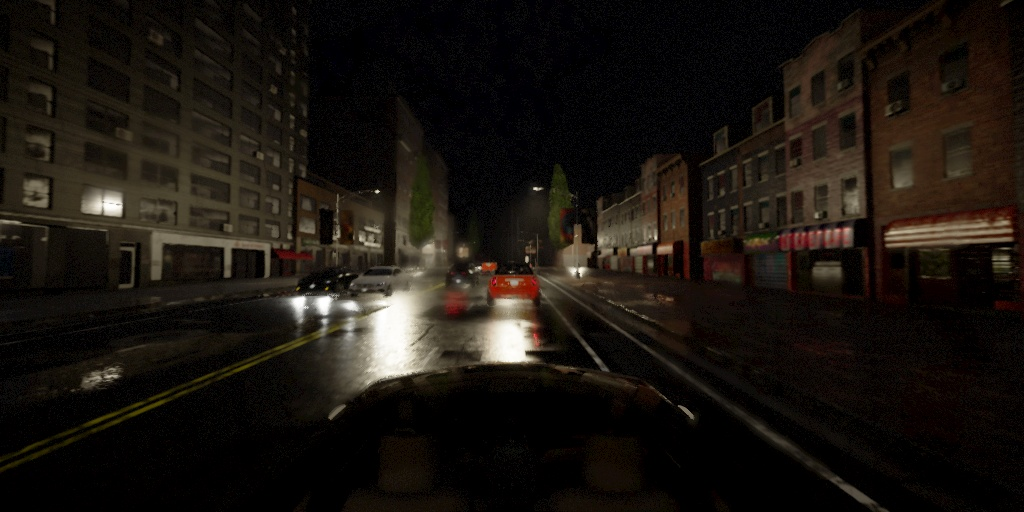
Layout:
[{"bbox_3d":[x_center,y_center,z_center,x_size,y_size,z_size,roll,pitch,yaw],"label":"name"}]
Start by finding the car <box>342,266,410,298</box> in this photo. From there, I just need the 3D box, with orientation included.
[{"bbox_3d":[-6.601,1.254,18.370,1.812,1.442,4.674,0,0,0],"label":"car"}]

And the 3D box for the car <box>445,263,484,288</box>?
[{"bbox_3d":[-3.156,1.250,23.524,1.837,1.490,4.892,0,-1,0],"label":"car"}]

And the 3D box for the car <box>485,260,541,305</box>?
[{"bbox_3d":[0.094,1.071,16.001,2.097,1.767,4.553,0,0,0],"label":"car"}]

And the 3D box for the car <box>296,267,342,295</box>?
[{"bbox_3d":[-9.849,1.297,19.666,1.994,1.385,4.181,0,0,0],"label":"car"}]

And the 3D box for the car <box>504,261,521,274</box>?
[{"bbox_3d":[0.086,1.433,46.082,2.128,1.511,4.902,0,-1,0],"label":"car"}]
